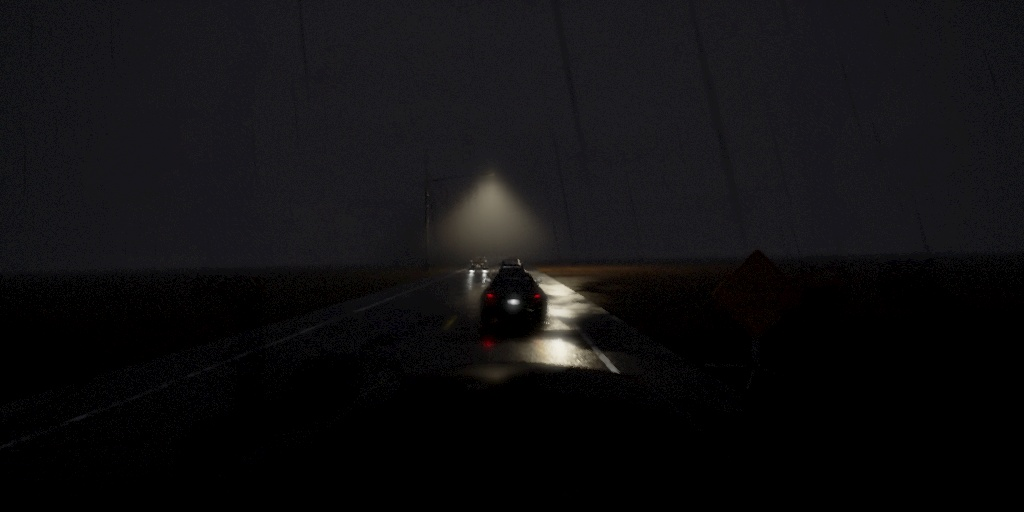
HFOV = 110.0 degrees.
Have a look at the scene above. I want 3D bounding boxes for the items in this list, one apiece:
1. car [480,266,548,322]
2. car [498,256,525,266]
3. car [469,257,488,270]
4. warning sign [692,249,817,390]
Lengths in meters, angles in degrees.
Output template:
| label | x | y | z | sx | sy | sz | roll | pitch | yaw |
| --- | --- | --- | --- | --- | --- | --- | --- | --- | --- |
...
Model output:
| label | x | y | z | sx | sy | sz | roll | pitch | yaw |
| --- | --- | --- | --- | --- | --- | --- | --- | --- | --- |
| car | 0.054 | 1.206 | 11.795 | 1.994 | 1.385 | 4.181 | 0 | 1 | 0 |
| car | -0.049 | 0.970 | 27.399 | 2.128 | 1.511 | 4.902 | 0 | 1 | 0 |
| car | -3.908 | 0.830 | 42.604 | 1.837 | 1.490 | 4.892 | 0 | 1 | -1 |
| warning sign | 3.546 | 0.827 | 5.225 | 1.300 | 1.860 | 1.060 | 0 | 0 | 0 |
